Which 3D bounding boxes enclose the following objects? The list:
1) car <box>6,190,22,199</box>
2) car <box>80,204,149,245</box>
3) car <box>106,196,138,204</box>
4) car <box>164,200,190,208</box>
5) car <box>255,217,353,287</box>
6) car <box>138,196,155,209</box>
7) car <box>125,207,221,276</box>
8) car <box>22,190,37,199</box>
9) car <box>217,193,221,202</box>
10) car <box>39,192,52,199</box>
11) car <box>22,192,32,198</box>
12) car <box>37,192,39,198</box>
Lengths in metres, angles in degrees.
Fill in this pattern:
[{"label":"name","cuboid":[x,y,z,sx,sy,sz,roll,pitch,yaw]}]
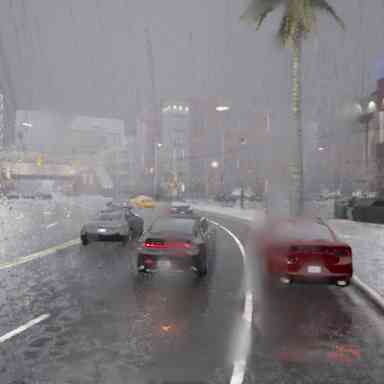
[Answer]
[{"label":"car","cuboid":[-38.148,0.776,71.201,2.097,1.535,5.008,0,0,-29]},{"label":"car","cuboid":[-3.410,1.449,14.895,1.994,1.385,4.181,0,0,2]},{"label":"car","cuboid":[-7.759,1.281,35.206,2.033,1.411,5.357,0,0,-26]},{"label":"car","cuboid":[-1.140,1.362,26.076,1.812,1.442,4.674,0,0,-12]},{"label":"car","cuboid":[2.863,1.441,9.349,1.882,1.535,5.008,0,0,8]},{"label":"car","cuboid":[-5.862,1.202,39.087,1.882,1.535,5.008,0,0,-26]},{"label":"car","cuboid":[-0.278,1.443,10.223,1.837,1.490,4.892,1,1,8]},{"label":"car","cuboid":[-34.857,0.873,71.198,1.994,1.385,4.181,0,0,-28]},{"label":"car","cuboid":[5.482,0.954,57.319,2.185,1.767,4.553,0,0,-29]},{"label":"car","cuboid":[-32.006,0.924,73.289,1.895,1.301,4.718,0,0,-28]},{"label":"car","cuboid":[-40.935,0.734,82.544,2.128,1.511,4.902,0,0,-28]},{"label":"car","cuboid":[-37.837,0.774,84.172,1.994,1.385,4.181,0,0,-28]}]
